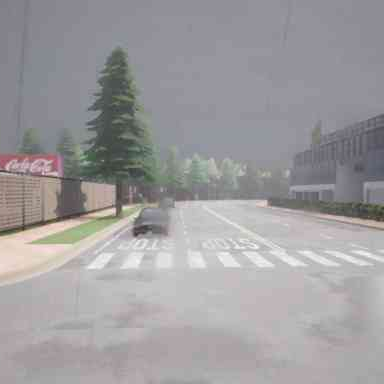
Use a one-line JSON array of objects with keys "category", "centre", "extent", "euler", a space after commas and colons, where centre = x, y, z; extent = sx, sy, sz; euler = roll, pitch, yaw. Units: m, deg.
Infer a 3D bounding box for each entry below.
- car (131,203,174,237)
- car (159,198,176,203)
[{"category": "car", "centre": [-2.090, 1.553, 18.228], "extent": [2.033, 1.411, 5.357], "euler": [0, 0, -2]}, {"category": "car", "centre": [-3.281, 1.520, 44.216], "extent": [1.837, 1.490, 4.892], "euler": [0, 0, -2]}]
